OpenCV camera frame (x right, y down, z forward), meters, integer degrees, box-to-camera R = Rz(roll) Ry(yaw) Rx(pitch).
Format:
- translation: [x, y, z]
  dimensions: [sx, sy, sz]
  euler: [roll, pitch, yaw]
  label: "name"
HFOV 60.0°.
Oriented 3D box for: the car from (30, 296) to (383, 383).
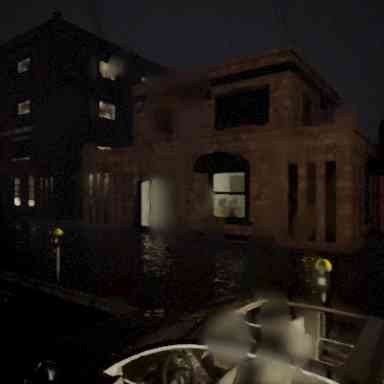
- translation: [0.501, 1.548, 2.518]
  dimensions: [4.403, 1.369, 2.008]
  euler: [0, 0, 36]
  label: "car"
